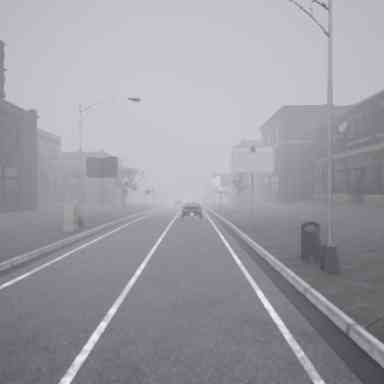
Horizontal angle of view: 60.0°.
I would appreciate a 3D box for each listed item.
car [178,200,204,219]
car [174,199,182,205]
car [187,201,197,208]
[{"bbox_3d":[0.005,1.654,29.816,1.837,1.490,4.892,0,-2,0],"label":"car"},{"bbox_3d":[-3.000,2.225,73.036,1.895,1.301,4.718,0,-1,0],"label":"car"},{"bbox_3d":[0.002,2.281,60.680,1.895,1.301,4.718,0,-1,0],"label":"car"}]
